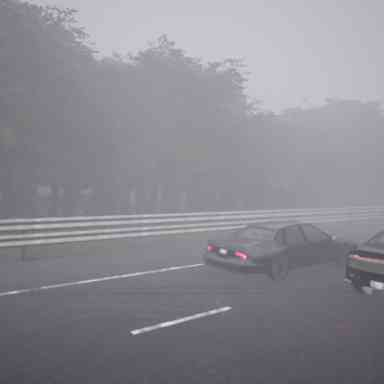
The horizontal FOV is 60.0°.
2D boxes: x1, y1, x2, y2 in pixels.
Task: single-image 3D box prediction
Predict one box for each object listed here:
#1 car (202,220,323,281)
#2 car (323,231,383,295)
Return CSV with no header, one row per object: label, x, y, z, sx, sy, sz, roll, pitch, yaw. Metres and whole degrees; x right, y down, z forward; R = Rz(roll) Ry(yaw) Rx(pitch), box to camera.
car,2.856,1.586,10.076,5.357,1.411,2.033,0,0,-35
car,5.470,1.556,7.643,4.902,1.511,2.128,1,0,-35
